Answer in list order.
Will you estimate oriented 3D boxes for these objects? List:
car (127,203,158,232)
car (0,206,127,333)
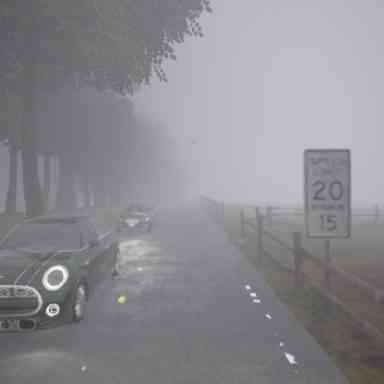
[{"bbox_3d":[-3.047,1.387,19.210,2.128,1.511,4.902,0,0,-1],"label":"car"},{"bbox_3d":[-2.919,1.311,7.016,2.097,1.767,4.553,0,0,-1],"label":"car"}]
